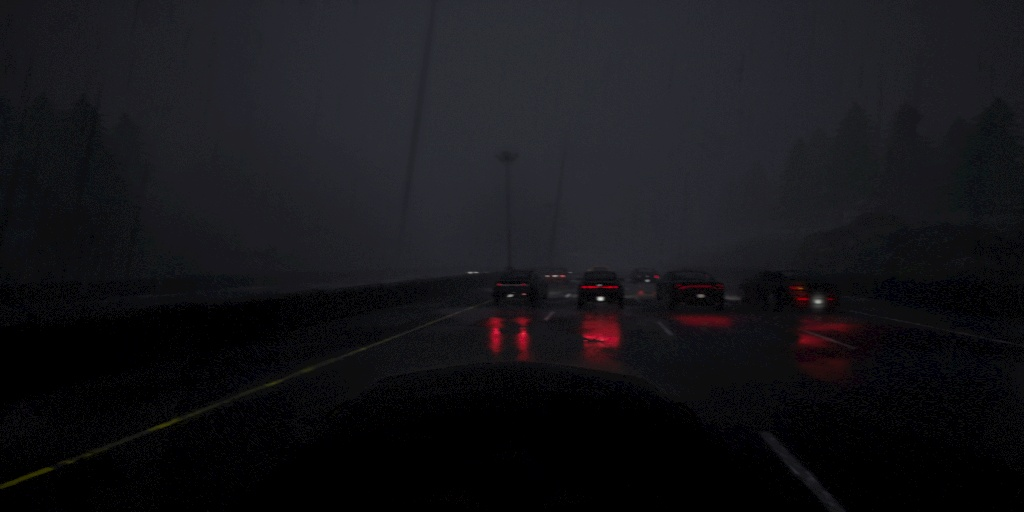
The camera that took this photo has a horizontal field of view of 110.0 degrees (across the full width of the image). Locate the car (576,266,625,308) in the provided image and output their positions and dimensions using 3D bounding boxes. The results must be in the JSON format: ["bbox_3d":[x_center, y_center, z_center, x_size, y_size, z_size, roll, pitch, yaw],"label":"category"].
[{"bbox_3d":[3.919,1.380,15.910,1.837,1.490,4.892,-1,-1,14],"label":"car"}]

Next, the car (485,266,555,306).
[{"bbox_3d":[0.516,1.415,16.729,2.128,1.511,4.902,-1,-1,14],"label":"car"}]

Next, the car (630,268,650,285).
[{"bbox_3d":[10.830,1.632,29.459,1.895,1.301,4.718,-1,-1,14],"label":"car"}]

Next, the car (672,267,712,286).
[{"bbox_3d":[14.230,1.581,28.629,1.895,1.301,4.718,-1,-1,14],"label":"car"}]

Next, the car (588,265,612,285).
[{"bbox_3d":[7.530,1.566,30.690,1.882,1.535,5.008,-1,-1,14],"label":"car"}]

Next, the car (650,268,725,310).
[{"bbox_3d":[7.366,1.302,15.264,1.882,1.535,5.008,-1,-1,14],"label":"car"}]

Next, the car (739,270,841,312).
[{"bbox_3d":[10.716,1.278,14.239,1.837,1.490,4.892,-1,-1,14],"label":"car"}]

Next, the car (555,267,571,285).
[{"bbox_3d":[4.002,1.678,31.005,2.033,1.411,5.357,-1,-1,14],"label":"car"}]
